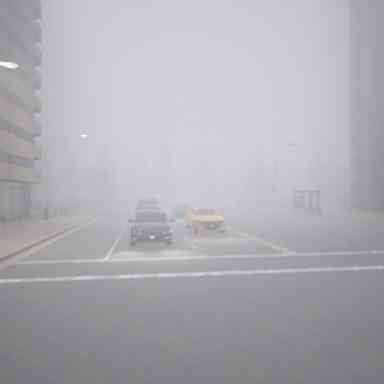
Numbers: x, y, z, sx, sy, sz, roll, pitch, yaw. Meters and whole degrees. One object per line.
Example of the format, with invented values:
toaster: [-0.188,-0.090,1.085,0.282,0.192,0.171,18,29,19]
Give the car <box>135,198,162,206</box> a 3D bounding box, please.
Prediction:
car: [-4.120,1.555,31.290,2.150,2.045,5.566,0,0,-8]

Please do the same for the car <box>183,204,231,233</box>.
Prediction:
car: [0.812,1.697,21.401,1.882,1.535,5.008,0,-1,-8]

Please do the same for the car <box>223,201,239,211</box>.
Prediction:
car: [5.617,2.011,49.639,1.812,1.442,4.674,0,0,18]

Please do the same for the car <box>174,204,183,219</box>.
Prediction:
car: [-0.871,1.894,33.331,2.033,1.411,5.357,0,-1,-8]

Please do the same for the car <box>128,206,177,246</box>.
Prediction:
car: [-2.011,1.681,16.392,1.837,1.490,4.892,0,-1,-8]
